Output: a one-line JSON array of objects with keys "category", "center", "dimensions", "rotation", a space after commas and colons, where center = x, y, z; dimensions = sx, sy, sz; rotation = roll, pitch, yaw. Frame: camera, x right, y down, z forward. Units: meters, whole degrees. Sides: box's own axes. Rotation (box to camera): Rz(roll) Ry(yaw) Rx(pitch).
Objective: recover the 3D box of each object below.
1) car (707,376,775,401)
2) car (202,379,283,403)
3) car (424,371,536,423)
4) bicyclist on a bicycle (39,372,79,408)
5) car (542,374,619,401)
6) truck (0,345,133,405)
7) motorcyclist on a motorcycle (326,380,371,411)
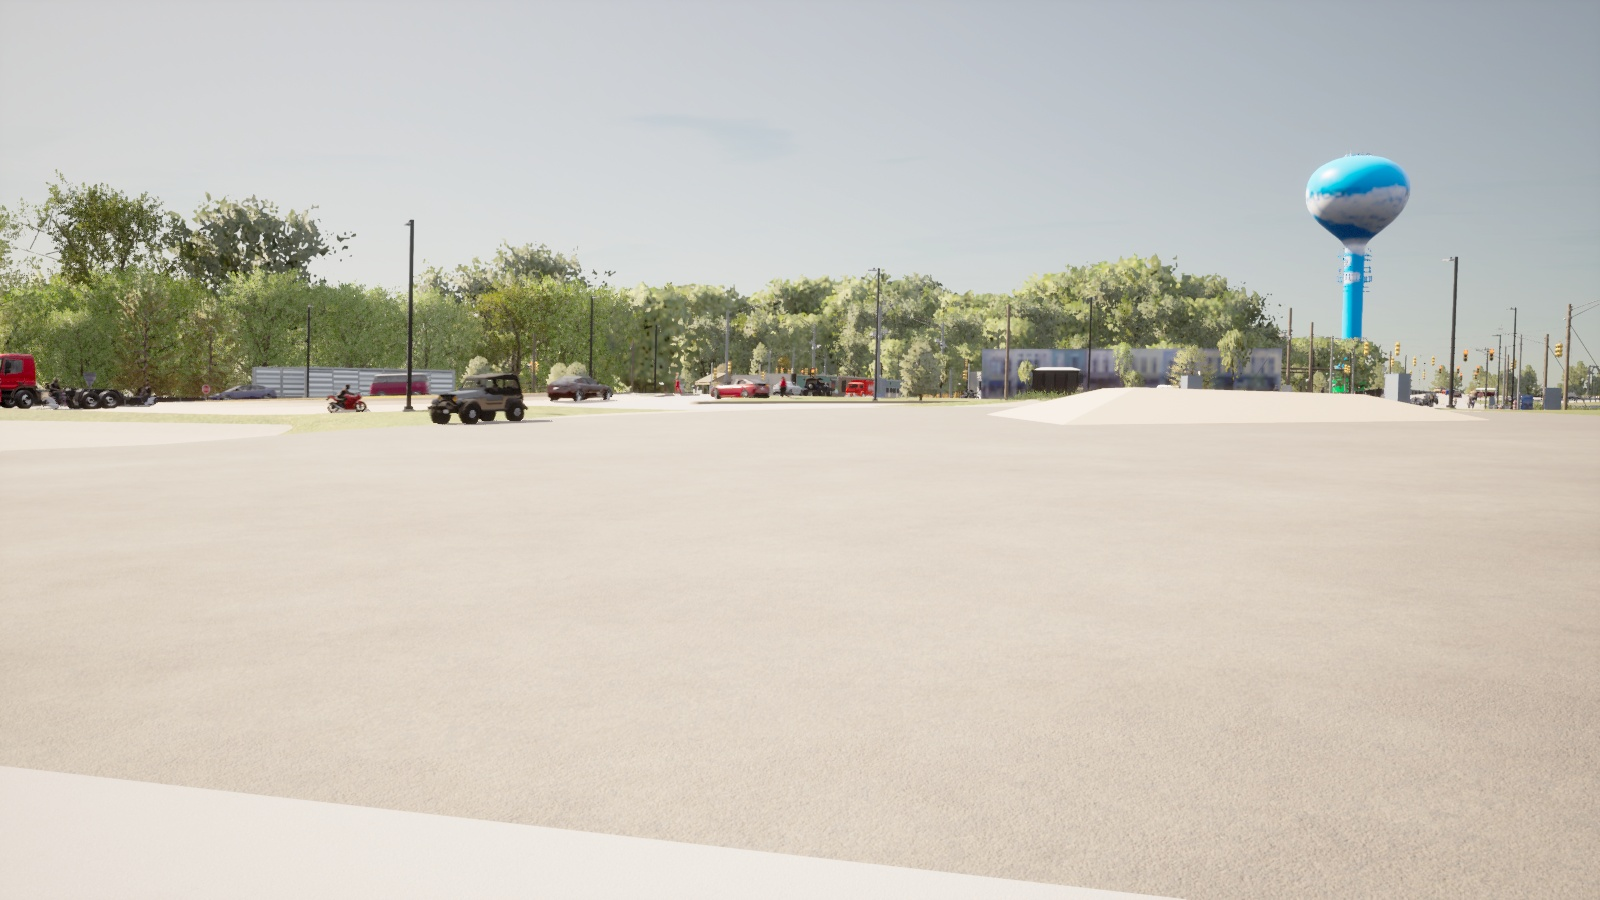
[{"category": "car", "center": [-4.060, -4.193, 85.376], "dimensions": [4.514, 1.525, 2.007], "rotation": [5, 3, 44]}, {"category": "car", "center": [-40.236, -4.256, 90.754], "dimensions": [2.163, 1.488, 4.792], "rotation": [-4, 0, 40]}, {"category": "car", "center": [-12.237, -2.070, 48.210], "dimensions": [1.905, 1.878, 3.866], "rotation": [1, 4, 32]}, {"category": "bicyclist on a bicycle", "center": [-38.420, -3.126, 65.129], "dimensions": [1.843, 1.776, 0.659], "rotation": [2, 1, 14]}, {"category": "car", "center": [-13.120, -3.777, 75.207], "dimensions": [2.163, 1.488, 4.792], "rotation": [4, 5, 25]}, {"category": "truck", "center": [-46.953, -4.677, 79.441], "dimensions": [2.891, 3.462, 7.936], "rotation": [3, 3, 38]}, {"category": "motorcyclist on a motorcycle", "center": [-23.606, -2.866, 65.679], "dimensions": [2.044, 1.523, 0.797], "rotation": [-1, 8, -6]}]
